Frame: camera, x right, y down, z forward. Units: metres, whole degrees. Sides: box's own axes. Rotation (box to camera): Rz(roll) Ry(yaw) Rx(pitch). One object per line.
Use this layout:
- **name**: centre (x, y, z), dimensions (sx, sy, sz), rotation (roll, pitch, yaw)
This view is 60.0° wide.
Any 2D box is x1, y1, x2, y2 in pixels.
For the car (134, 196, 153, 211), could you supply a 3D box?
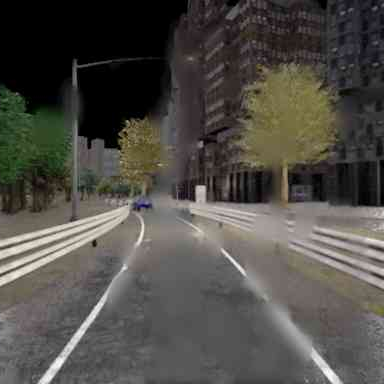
- **car**: centre (-6.998, 1.600, 47.726), dimensions (2.150, 2.045, 5.566), rotation (0, 0, -18)
